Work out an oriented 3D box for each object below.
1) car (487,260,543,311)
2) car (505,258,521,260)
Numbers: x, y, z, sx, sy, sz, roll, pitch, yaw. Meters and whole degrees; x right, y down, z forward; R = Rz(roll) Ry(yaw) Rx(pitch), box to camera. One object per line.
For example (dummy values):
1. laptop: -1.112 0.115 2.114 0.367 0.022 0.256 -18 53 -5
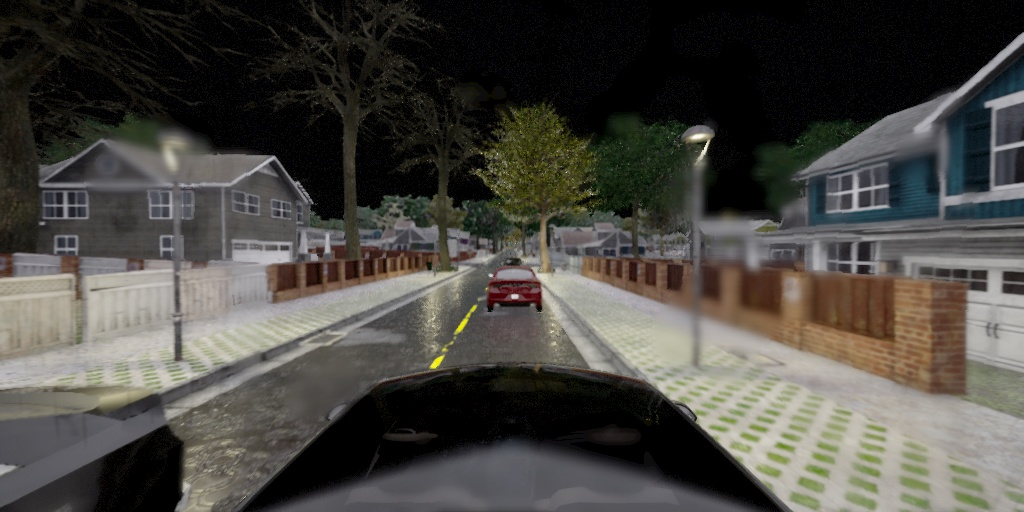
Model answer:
1. car: 0.098 1.103 13.774 1.882 1.535 5.008 0 1 0
2. car: 0.094 0.912 30.081 1.837 1.490 4.892 0 1 0
